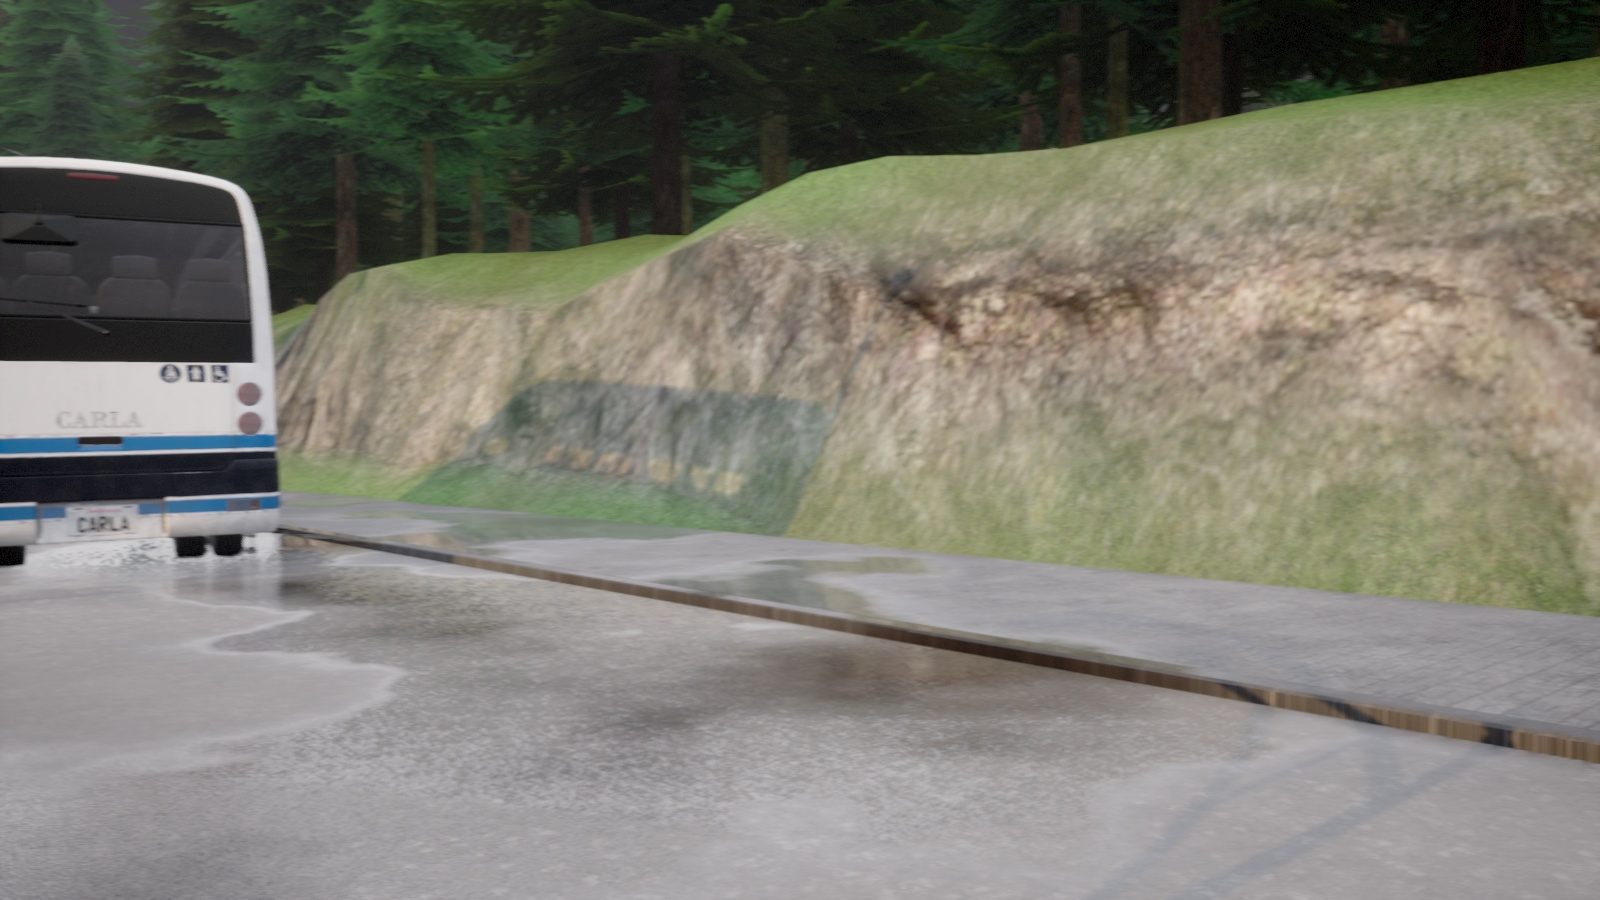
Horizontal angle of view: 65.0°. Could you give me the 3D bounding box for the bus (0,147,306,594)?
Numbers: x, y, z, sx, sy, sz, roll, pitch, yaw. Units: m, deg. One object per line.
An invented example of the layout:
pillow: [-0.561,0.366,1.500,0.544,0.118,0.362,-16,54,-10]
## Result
bus: [-9.531,-0.921,16.781,3.944,4.253,10.273,-1,2,-30]
